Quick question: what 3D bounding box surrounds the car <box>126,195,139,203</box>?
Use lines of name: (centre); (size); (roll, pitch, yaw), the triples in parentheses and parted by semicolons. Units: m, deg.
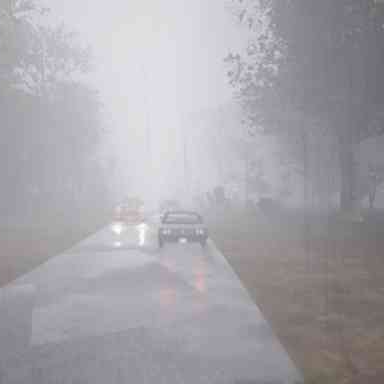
car: (-11.549, 1.305, 64.354); (2.033, 1.411, 5.357); (1, -1, -14)

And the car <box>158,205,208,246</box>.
car: (-0.463, 1.453, 14.326); (1.895, 1.301, 4.718); (0, 1, -4)

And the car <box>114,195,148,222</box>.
car: (-4.195, 1.086, 23.503); (2.097, 1.767, 4.553); (0, 0, -6)

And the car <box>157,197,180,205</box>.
car: (-2.251, 1.216, 32.169); (1.837, 1.490, 4.892); (1, 0, -8)
